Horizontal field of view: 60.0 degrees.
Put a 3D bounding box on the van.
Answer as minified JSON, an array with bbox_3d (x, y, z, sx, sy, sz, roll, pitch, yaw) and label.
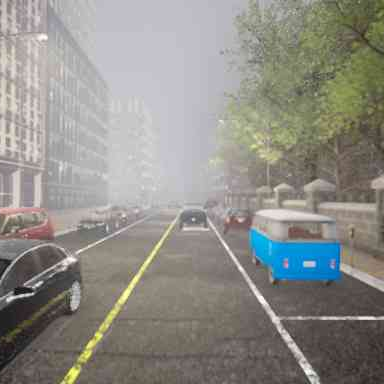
[{"bbox_3d":[2.700,1.438,9.497,1.690,1.788,3.998,1,-1,0],"label":"van"}]

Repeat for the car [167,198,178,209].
[{"bbox_3d":[-3.013,2.033,54.325,1.812,1.442,4.674,0,-1,0],"label":"car"}]

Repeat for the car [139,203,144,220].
[{"bbox_3d":[-5.680,1.746,31.432,1.967,1.590,4.097,1,-1,0],"label":"car"}]

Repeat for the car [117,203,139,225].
[{"bbox_3d":[-5.680,1.695,25.958,1.967,1.590,4.097,1,-1,0],"label":"car"}]

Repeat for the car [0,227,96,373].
[{"bbox_3d":[-3.100,1.556,4.908,1.837,1.490,4.892,0,-1,0],"label":"car"}]

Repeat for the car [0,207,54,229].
[{"bbox_3d":[-5.680,1.412,9.536,2.192,1.841,5.009,1,-1,0],"label":"car"}]

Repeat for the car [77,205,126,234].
[{"bbox_3d":[-5.682,1.754,20.482,2.008,1.369,4.403,1,-1,0],"label":"car"}]

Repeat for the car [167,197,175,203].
[{"bbox_3d":[-5.677,2.244,91.271,1.967,1.590,4.097,1,0,0],"label":"car"}]

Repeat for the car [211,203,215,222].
[{"bbox_3d":[2.699,1.821,25.931,1.947,1.339,4.313,1,-1,0],"label":"car"}]

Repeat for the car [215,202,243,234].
[{"bbox_3d":[2.700,1.643,20.452,1.967,1.590,4.097,1,-1,0],"label":"car"}]

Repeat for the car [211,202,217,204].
[{"bbox_3d":[2.699,1.888,31.408,1.802,1.307,4.206,1,-1,0],"label":"car"}]

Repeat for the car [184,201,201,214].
[{"bbox_3d":[0.101,1.947,41.908,2.033,1.411,5.357,0,-1,0],"label":"car"}]

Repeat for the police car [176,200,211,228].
[{"bbox_3d":[0.100,1.667,24.570,1.930,1.638,5.238,0,-1,0],"label":"police car"}]

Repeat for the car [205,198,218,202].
[{"bbox_3d":[2.703,1.767,47.846,2.192,1.841,5.009,1,0,0],"label":"car"}]

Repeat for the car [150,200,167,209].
[{"bbox_3d":[-5.680,2.050,53.327,2.008,1.369,4.403,1,0,0],"label":"car"}]
